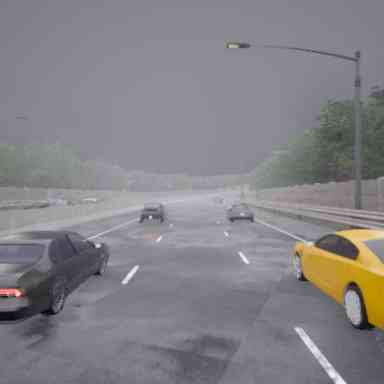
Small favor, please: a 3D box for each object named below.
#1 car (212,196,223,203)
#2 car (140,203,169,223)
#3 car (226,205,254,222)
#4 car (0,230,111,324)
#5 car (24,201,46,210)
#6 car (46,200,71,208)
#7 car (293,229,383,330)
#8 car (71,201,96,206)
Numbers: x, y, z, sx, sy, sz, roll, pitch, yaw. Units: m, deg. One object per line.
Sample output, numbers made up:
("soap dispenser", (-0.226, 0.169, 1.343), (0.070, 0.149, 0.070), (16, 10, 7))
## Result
("car", (6.953, 2.176, 88.853), (2.033, 1.649, 4.856), (0, -1, 4))
("car", (-3.046, 1.666, 27.352), (1.837, 1.490, 4.892), (0, 0, 1))
("car", (3.972, 1.739, 27.978), (1.994, 1.385, 4.181), (0, 0, 1))
("car", (-3.362, 1.585, 7.540), (2.033, 1.411, 5.357), (0, 0, 0))
("car", (-20.229, 1.848, 44.011), (1.895, 1.301, 4.718), (0, 0, 2))
("car", (-16.743, 1.778, 43.488), (1.812, 1.442, 4.674), (0, 0, 2))
("car", (3.636, 1.517, 6.981), (1.882, 1.535, 5.008), (0, 0, 0))
("car", (-13.287, 1.814, 42.335), (1.994, 1.385, 4.181), (0, 0, 2))
